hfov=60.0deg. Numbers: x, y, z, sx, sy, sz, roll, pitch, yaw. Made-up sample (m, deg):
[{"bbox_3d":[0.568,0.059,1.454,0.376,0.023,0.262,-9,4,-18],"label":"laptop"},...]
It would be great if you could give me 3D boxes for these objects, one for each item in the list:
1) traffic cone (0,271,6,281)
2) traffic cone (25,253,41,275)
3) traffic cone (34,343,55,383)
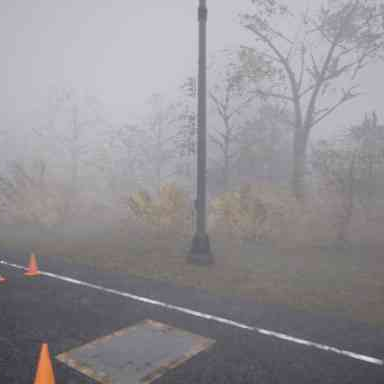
[{"bbox_3d":[-5.263,2.082,8.962,0.340,0.580,0.340,0,-1,37],"label":"traffic cone"},{"bbox_3d":[-4.662,2.100,9.761,0.340,0.580,0.340,0,-1,37],"label":"traffic cone"},{"bbox_3d":[-1.667,2.016,3.760,0.340,0.580,0.340,0,-1,37],"label":"traffic cone"}]
